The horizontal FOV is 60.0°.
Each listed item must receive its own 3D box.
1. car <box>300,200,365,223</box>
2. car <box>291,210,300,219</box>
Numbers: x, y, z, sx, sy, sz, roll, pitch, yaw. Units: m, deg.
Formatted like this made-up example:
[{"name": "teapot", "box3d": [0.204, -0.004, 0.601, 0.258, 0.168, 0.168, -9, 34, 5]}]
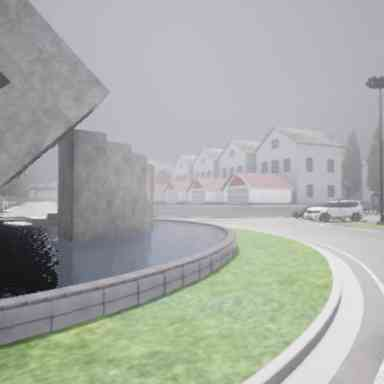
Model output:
[{"name": "car", "box3d": [13.731, 1.842, 31.983, 5.566, 2.045, 2.150, 0, -1, -12]}, {"name": "car", "box3d": [12.971, 2.195, 35.434, 4.892, 1.490, 1.837, 0, -1, -12]}]
